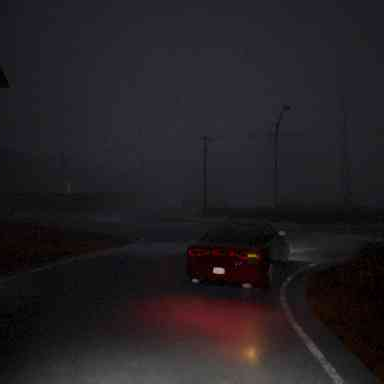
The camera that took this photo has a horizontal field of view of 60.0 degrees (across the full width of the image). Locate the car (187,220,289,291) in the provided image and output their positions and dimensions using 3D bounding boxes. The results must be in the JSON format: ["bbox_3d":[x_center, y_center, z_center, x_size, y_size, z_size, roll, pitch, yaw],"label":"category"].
[{"bbox_3d":[1.486,1.524,9.372,1.882,1.535,5.008,0,0,22],"label":"car"}]

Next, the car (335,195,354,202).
[{"bbox_3d":[31.839,1.658,69.695,3.866,1.878,1.905,0,0,3],"label":"car"}]

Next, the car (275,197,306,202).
[{"bbox_3d":[18.092,1.608,60.181,4.605,1.855,1.932,0,0,3],"label":"car"}]

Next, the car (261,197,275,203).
[{"bbox_3d":[19.038,1.929,82.640,3.905,1.438,1.784,0,0,3],"label":"car"}]

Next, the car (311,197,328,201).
[{"bbox_3d":[31.946,1.917,83.188,4.193,1.474,1.816,0,0,3],"label":"car"}]
